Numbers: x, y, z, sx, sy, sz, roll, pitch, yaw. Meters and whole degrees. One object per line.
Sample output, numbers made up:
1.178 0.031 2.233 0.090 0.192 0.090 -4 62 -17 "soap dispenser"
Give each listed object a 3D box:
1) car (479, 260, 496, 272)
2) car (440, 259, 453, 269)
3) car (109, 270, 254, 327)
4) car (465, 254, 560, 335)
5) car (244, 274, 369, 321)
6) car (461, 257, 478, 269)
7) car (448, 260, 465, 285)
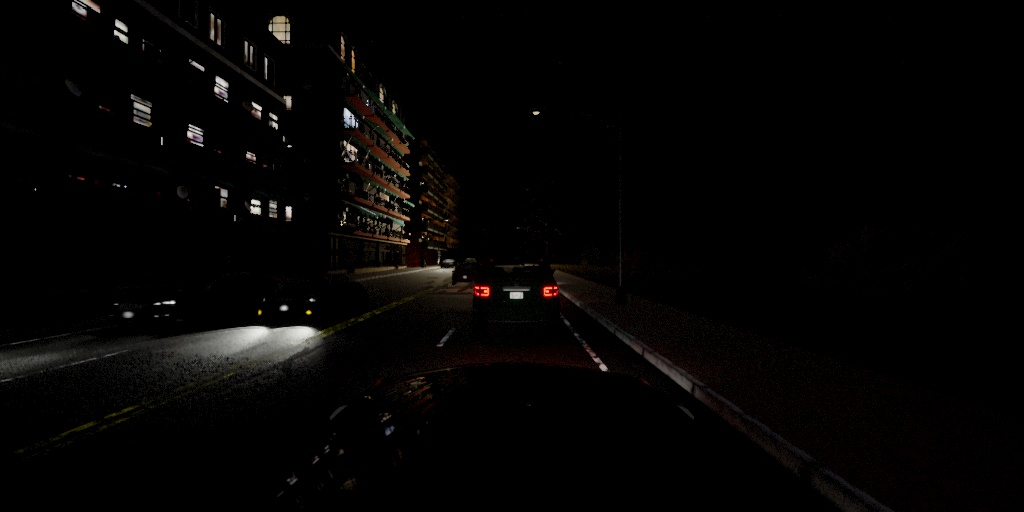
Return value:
-3.041 1.229 45.357 1.882 1.535 5.008 0 -1 0 "car"
-9.707 1.242 55.016 2.128 1.511 4.902 0 0 0 "car"
-9.826 1.243 11.633 2.128 1.511 4.902 0 0 0 "car"
0.116 0.973 10.693 2.150 2.045 5.566 0 0 0 "car"
-6.574 1.315 12.325 1.994 1.385 4.181 0 0 0 "car"
-6.455 1.103 55.417 2.097 1.767 4.553 0 0 0 "car"
-3.090 1.230 26.022 1.882 1.535 5.008 0 0 0 "car"
